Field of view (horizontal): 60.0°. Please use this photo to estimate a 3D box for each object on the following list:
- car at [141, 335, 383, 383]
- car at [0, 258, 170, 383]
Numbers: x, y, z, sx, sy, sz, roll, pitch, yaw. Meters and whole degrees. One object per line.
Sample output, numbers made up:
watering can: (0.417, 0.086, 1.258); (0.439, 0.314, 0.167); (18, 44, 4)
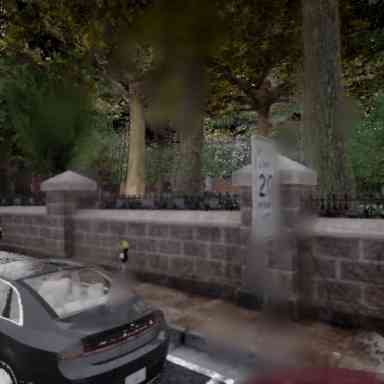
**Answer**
car: (1.932, 1.591, 1.406); (4.206, 1.307, 1.802); (-1, -2, 37)
car: (-2.291, 1.608, 4.583); (4.403, 1.369, 2.008); (-1, -2, 37)
